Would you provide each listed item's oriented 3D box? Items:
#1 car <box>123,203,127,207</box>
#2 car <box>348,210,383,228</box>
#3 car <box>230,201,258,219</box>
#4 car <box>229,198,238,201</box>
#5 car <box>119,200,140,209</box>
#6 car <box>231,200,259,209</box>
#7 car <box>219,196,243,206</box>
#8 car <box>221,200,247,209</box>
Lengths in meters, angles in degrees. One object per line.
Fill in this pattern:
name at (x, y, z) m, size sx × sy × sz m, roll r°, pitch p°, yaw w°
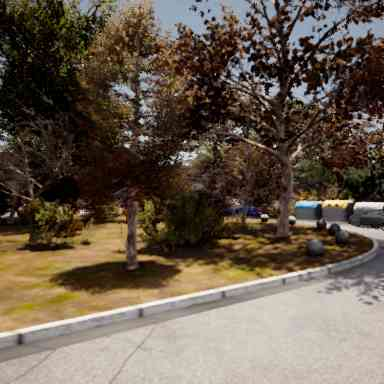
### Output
car at (-14.013, 2.207, 60.722) m, size 2.097 × 1.535 × 5.008 m, roll 0°, pitch 0°, yaw -35°
car at (13.199, 1.922, 23.410) m, size 1.994 × 1.385 × 4.181 m, roll 4°, pitch -2°, yaw -22°
car at (5.074, 2.076, 36.646) m, size 1.882 × 1.535 × 5.008 m, roll 4°, pitch -3°, yaw -34°
car at (5.142, 1.986, 58.206) m, size 2.435 × 2.045 × 5.566 m, roll 0°, pitch 0°, yaw -35°
car at (-11.732, 2.242, 62.351) m, size 2.163 × 1.488 × 4.792 m, roll 0°, pitch 0°, yaw -35°
car at (9.715, 2.253, 61.383) m, size 2.097 × 1.535 × 5.008 m, roll 0°, pitch 0°, yaw -35°
car at (8.958, 2.031, 76.785) m, size 2.435 × 2.045 × 5.566 m, roll 0°, pitch 0°, yaw -35°
car at (7.538, 2.284, 59.853) m, size 2.002 × 1.452 × 4.674 m, roll 0°, pitch 0°, yaw -35°
